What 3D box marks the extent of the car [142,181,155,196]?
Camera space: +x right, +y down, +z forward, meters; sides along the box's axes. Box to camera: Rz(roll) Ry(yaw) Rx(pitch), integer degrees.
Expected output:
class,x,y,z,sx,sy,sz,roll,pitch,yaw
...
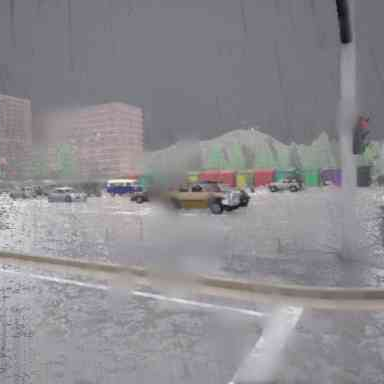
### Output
class,x,y,z,sx,sy,sz,roll,pitch,yaw
car,-4.345,-0.787,47.663,4.605,1.855,1.932,0,3,28

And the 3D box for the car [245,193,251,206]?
class,x,y,z,sx,sy,sz,roll,pitch,yaw
car,1.822,0.131,22.096,3.866,1.878,1.905,0,3,28

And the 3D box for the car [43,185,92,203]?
class,x,y,z,sx,sy,sz,roll,pitch,yaw
car,-12.263,0.334,32.775,3.806,1.475,1.970,0,3,28

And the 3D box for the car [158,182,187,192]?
class,x,y,z,sx,sy,sz,roll,pitch,yaw
car,-2.911,-0.728,50.188,3.905,1.438,1.784,0,3,28

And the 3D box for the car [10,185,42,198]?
class,x,y,z,sx,sy,sz,roll,pitch,yaw
car,-22.823,0.124,45.014,3.806,1.475,1.970,0,3,28

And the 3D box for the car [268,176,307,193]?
class,x,y,z,sx,sy,sz,roll,pitch,yaw
car,11.085,-0.891,39.366,3.866,1.878,1.905,0,3,28

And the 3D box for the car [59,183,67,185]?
class,x,y,z,sx,sy,sz,roll,pitch,yaw
car,-20.232,-0.408,49.931,4.605,1.855,1.932,0,3,28

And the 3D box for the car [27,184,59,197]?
class,x,y,z,sx,sy,sz,roll,pitch,yaw
car,-21.452,-0.058,47.557,3.905,1.438,1.784,0,3,28

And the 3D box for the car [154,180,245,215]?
class,x,y,z,sx,sy,sz,roll,pitch,yaw
car,0.403,0.279,19.578,4.605,1.855,1.932,0,3,28
